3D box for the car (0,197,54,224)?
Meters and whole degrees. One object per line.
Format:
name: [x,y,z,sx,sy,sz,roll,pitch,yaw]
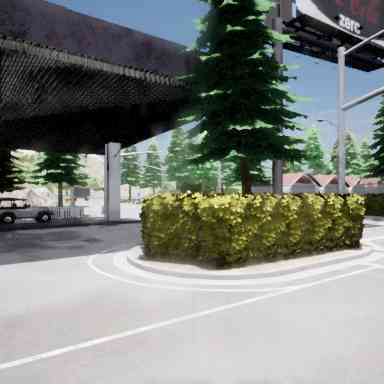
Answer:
car: [-11.956,1.313,23.490,3.866,1.878,1.905,0,0,-36]
